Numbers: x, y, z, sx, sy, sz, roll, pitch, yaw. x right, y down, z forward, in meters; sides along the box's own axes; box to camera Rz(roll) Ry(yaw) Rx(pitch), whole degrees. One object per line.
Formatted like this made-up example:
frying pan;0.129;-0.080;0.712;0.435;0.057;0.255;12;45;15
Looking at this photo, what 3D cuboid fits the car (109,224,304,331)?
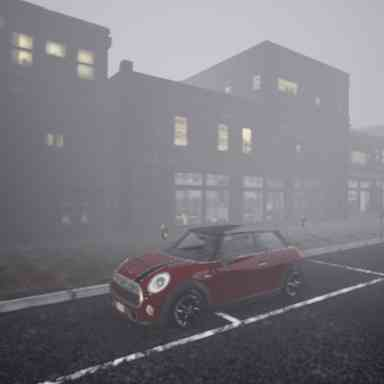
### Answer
car;0.414;1.440;6.835;4.097;1.590;1.967;0;1;-35
